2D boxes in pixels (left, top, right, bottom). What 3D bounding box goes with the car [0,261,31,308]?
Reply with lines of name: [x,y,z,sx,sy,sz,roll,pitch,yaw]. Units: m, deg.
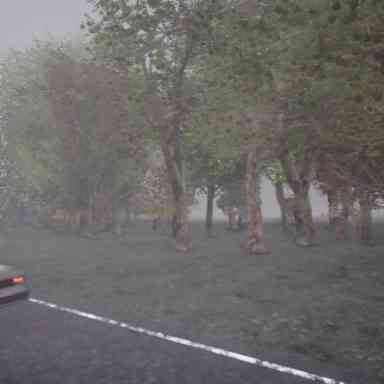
car: [-6.053,2.062,8.018,5.357,1.411,2.033,-4,-3,35]
